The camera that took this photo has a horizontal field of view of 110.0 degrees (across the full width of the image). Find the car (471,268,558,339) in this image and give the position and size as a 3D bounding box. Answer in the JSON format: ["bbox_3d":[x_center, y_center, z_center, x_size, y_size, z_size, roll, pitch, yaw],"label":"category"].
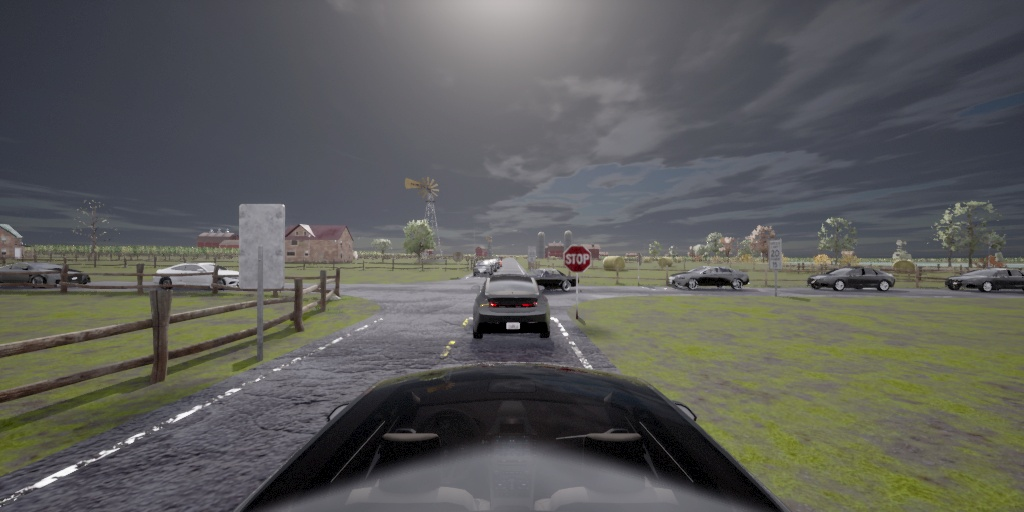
[{"bbox_3d":[-0.079,1.256,10.131,1.837,1.490,4.892,0,0,-2],"label":"car"}]

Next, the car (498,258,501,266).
[{"bbox_3d":[-2.878,1.241,46.262,2.128,1.511,4.902,0,0,0],"label":"car"}]

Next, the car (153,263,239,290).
[{"bbox_3d":[-17.255,1.104,20.077,4.674,1.442,1.812,1,-1,-1],"label":"car"}]

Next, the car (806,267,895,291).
[{"bbox_3d":[22.187,1.499,23.589,4.892,1.490,1.837,1,-1,-1],"label":"car"}]

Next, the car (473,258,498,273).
[{"bbox_3d":[-2.880,1.243,36.816,2.128,1.511,4.902,0,0,0],"label":"car"}]

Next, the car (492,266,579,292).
[{"bbox_3d":[1.488,1.369,20.178,4.718,1.301,1.895,1,0,-35],"label":"car"}]

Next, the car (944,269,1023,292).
[{"bbox_3d":[31.689,1.587,23.716,4.892,1.490,1.837,1,-1,-1],"label":"car"}]

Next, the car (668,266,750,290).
[{"bbox_3d":[12.785,1.396,23.413,4.902,1.511,2.128,1,-1,-2],"label":"car"}]

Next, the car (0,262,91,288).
[{"bbox_3d":[-26.374,1.048,19.950,4.181,1.385,1.994,1,-1,-1],"label":"car"}]
